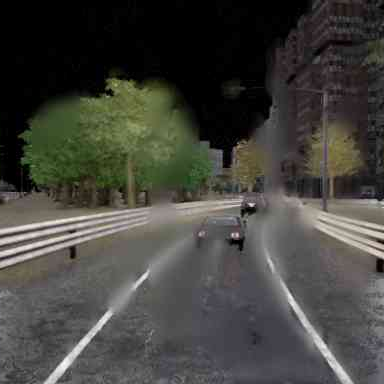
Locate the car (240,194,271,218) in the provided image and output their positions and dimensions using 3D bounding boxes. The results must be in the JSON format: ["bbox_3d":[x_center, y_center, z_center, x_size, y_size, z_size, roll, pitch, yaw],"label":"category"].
[{"bbox_3d":[5.855,1.241,30.327,2.150,2.045,5.566,0,0,19],"label":"car"}]

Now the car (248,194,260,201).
[{"bbox_3d":[15.683,1.319,84.448,2.097,1.767,4.553,0,0,-1],"label":"car"}]

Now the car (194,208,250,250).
[{"bbox_3d":[1.396,1.606,14.443,1.895,1.301,4.718,0,0,11],"label":"car"}]
